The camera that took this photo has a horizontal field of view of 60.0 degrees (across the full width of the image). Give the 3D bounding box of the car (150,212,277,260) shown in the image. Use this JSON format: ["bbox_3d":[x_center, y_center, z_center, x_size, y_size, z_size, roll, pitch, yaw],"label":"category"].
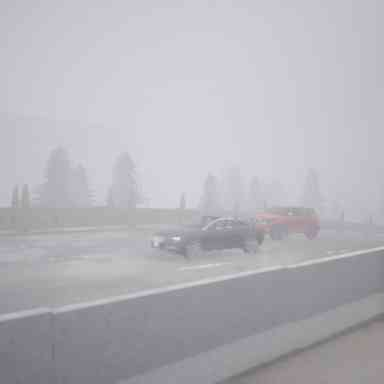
[{"bbox_3d":[0.747,1.667,13.118,4.902,1.511,2.128,3,-1,-35],"label":"car"}]

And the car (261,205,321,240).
[{"bbox_3d":[5.819,1.858,21.030,5.566,2.045,2.150,5,-3,-35],"label":"car"}]
